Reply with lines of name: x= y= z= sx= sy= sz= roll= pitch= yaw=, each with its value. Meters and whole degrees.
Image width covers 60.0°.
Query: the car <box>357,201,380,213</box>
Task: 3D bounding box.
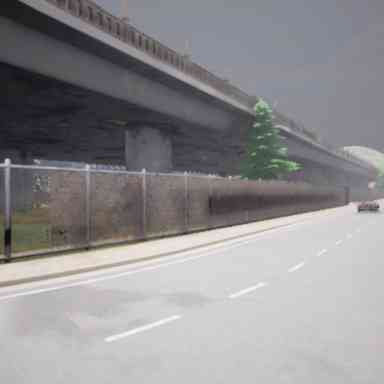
car: x=19.836 y=1.631 z=37.327 sx=1.895 sy=1.301 sz=4.718 roll=-1 pitch=0 yaw=35
